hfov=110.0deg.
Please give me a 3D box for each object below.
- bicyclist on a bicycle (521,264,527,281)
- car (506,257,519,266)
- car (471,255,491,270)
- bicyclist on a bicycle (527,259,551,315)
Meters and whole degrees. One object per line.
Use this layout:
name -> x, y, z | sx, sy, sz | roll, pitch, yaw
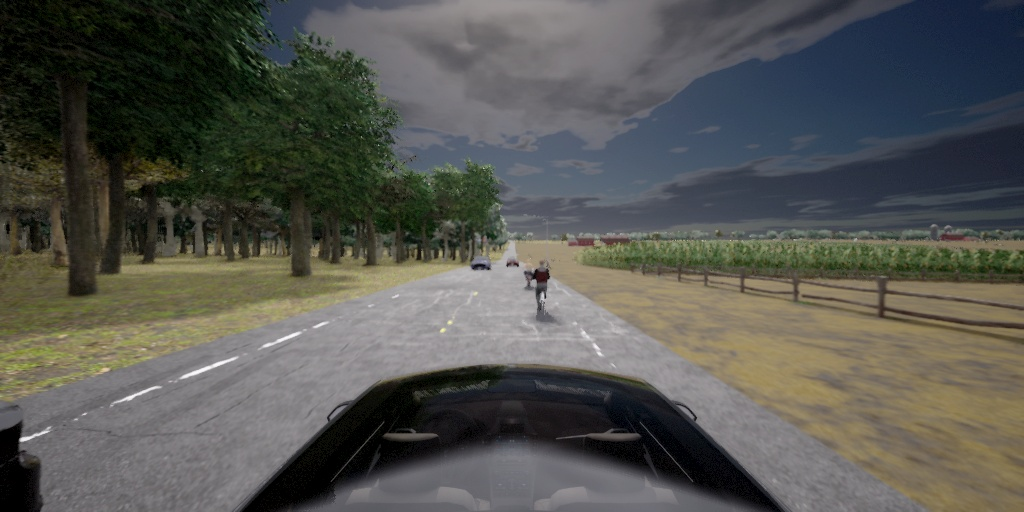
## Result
bicyclist on a bicycle -> 0.957, 0.971, 20.658 | 0.866, 1.612, 1.509 | 0, 0, 0
car -> 0.097, 0.957, 55.762 | 1.895, 1.301, 4.718 | 0, 0, 0
car -> -3.572, 0.737, 42.009 | 2.097, 1.767, 4.553 | 0, 0, 0
bicyclist on a bicycle -> 0.963, 0.990, 11.841 | 0.659, 1.776, 1.843 | 0, 1, 0
